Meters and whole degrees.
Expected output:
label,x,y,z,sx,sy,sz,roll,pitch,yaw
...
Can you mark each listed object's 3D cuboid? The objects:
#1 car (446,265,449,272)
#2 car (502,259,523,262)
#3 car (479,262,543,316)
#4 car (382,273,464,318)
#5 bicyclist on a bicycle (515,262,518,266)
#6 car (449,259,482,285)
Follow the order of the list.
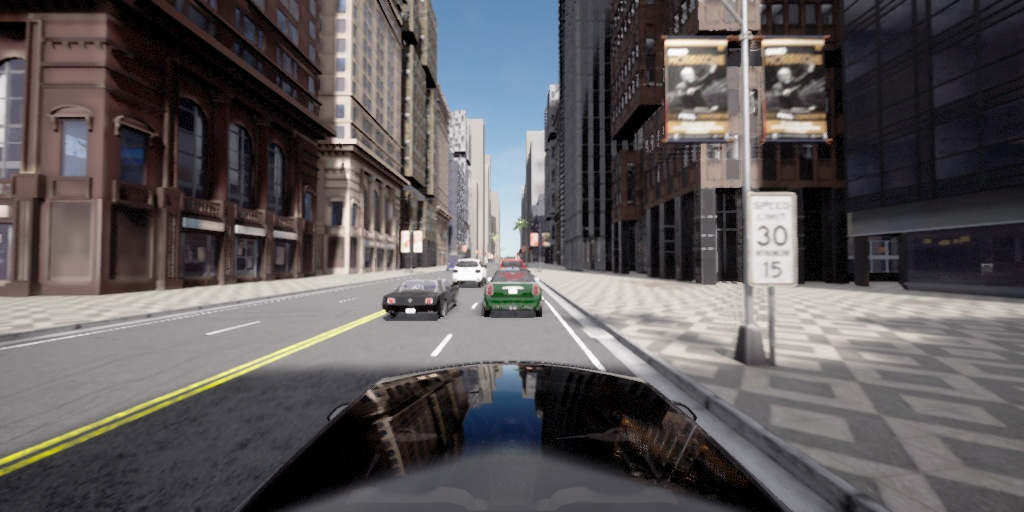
label,x,y,z,sx,sy,sz,roll,pitch,yaw
car,-9.763,1.943,59.849,1.812,1.442,4.674,0,-1,1
car,0.043,1.279,28.227,2.150,2.045,5.566,0,0,1
car,0.049,1.245,14.256,2.097,1.767,4.553,0,-1,1
car,-3.209,1.488,13.670,1.895,1.301,4.718,0,-1,1
bicyclist on a bicycle,0.929,1.932,65.485,0.582,1.620,1.656,0,-1,0
car,-3.209,1.278,28.155,2.150,2.045,5.566,0,0,1
